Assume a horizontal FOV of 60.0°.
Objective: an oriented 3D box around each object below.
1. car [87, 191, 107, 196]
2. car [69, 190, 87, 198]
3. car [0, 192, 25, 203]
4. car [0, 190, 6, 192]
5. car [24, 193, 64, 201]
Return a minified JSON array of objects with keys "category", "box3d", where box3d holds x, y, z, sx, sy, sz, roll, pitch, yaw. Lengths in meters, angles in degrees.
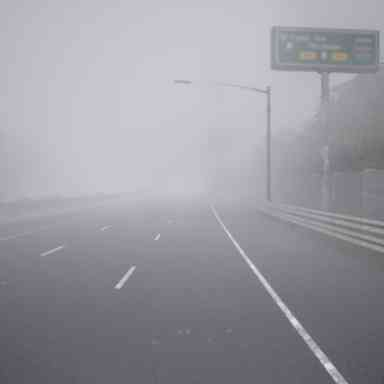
[{"category":"car","box3d":[-16.068,0.641,57.734,1.837,1.490,4.892,0,2,3]},{"category":"car","box3d":[-19.576,0.486,57.647,2.097,1.767,4.553,0,2,3]},{"category":"car","box3d":[-20.412,1.081,39.114,2.128,1.511,4.902,0,1,2]},{"category":"car","box3d":[-23.914,0.808,39.203,2.150,2.045,5.566,0,1,2]},{"category":"car","box3d":[-16.926,1.140,38.964,2.033,1.411,5.357,0,1,2]}]
